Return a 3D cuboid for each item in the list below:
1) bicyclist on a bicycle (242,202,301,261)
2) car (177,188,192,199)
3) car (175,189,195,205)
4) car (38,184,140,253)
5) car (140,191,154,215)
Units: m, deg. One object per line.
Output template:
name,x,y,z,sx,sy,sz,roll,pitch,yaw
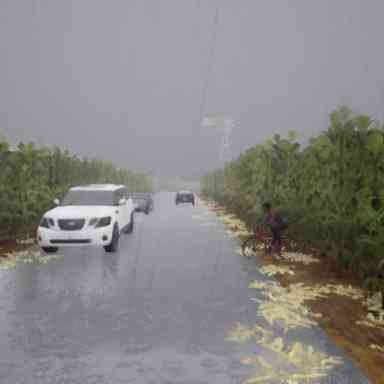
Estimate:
bicyclist on a bicycle,2.214,1.112,9.206,1.656,1.620,0.582,0,2,-1
car,-1.062,0.209,48.469,1.994,1.385,4.181,0,1,-1
car,-0.728,0.496,34.371,1.882,1.535,5.008,0,1,-1
car,-3.454,0.769,11.993,2.150,2.045,5.566,0,2,-1
car,-3.701,0.712,22.859,2.128,1.511,4.902,0,1,-1
